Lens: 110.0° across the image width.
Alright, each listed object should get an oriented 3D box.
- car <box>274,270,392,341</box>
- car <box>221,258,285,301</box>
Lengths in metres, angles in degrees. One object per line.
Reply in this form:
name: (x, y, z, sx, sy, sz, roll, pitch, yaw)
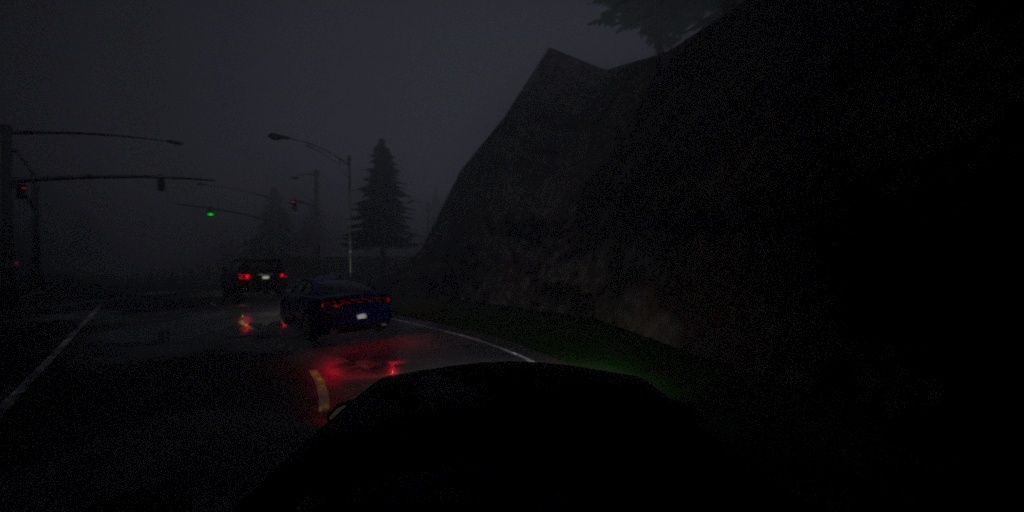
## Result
car: (-5.202, 1.289, 10.323, 1.882, 1.535, 5.008, -1, 0, -42)
car: (-13.584, 1.131, 18.847, 5.566, 2.045, 2.150, 0, 0, 44)
